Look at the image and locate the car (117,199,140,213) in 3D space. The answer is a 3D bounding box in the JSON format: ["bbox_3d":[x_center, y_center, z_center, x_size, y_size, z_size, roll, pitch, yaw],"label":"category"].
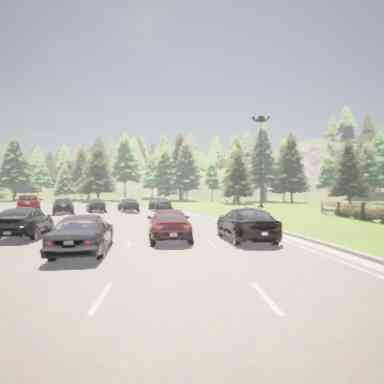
[{"bbox_3d":[-7.410,1.544,38.518,1.837,1.490,4.892,1,-1,-23],"label":"car"}]

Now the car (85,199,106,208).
[{"bbox_3d":[-11.103,1.558,38.283,1.837,1.490,4.892,1,-1,-24],"label":"car"}]

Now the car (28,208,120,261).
[{"bbox_3d":[-4.043,1.567,12.392,2.033,1.411,5.357,0,0,-8],"label":"car"}]

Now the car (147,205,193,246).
[{"bbox_3d":[-1.076,1.534,15.408,1.812,1.442,4.674,0,0,-9],"label":"car"}]

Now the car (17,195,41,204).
[{"bbox_3d":[-17.529,1.300,35.757,2.150,2.045,5.566,0,0,-24],"label":"car"}]

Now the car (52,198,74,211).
[{"bbox_3d":[-13.701,1.417,35.311,2.097,1.767,4.553,0,0,-22],"label":"car"}]

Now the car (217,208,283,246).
[{"bbox_3d":[2.451,1.472,15.290,1.882,1.535,5.008,0,0,-8],"label":"car"}]

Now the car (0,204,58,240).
[{"bbox_3d":[-8.352,1.541,16.654,1.837,1.490,4.892,1,-1,-10],"label":"car"}]

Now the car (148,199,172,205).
[{"bbox_3d":[-3.798,1.516,38.924,2.128,1.511,4.902,0,0,-22],"label":"car"}]
